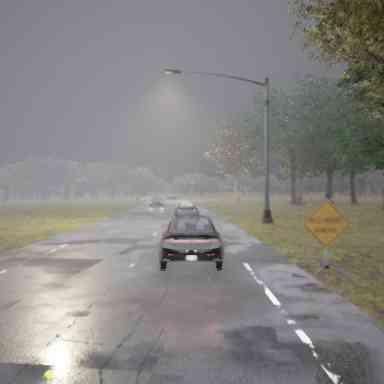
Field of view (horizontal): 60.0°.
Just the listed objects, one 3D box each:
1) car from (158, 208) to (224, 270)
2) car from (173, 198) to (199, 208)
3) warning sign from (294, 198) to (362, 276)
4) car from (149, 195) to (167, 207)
[{"bbox_3d":[-0.036,1.501,11.065,2.128,1.511,4.902,0,0,-1],"label":"car"},{"bbox_3d":[-0.432,1.515,26.335,2.128,1.511,4.902,0,0,-2],"label":"car"},{"bbox_3d":[3.504,1.120,8.702,1.300,1.860,1.060,1,1,-1],"label":"warning sign"},{"bbox_3d":[-5.334,1.394,50.492,2.097,1.767,4.553,0,0,-4],"label":"car"}]
